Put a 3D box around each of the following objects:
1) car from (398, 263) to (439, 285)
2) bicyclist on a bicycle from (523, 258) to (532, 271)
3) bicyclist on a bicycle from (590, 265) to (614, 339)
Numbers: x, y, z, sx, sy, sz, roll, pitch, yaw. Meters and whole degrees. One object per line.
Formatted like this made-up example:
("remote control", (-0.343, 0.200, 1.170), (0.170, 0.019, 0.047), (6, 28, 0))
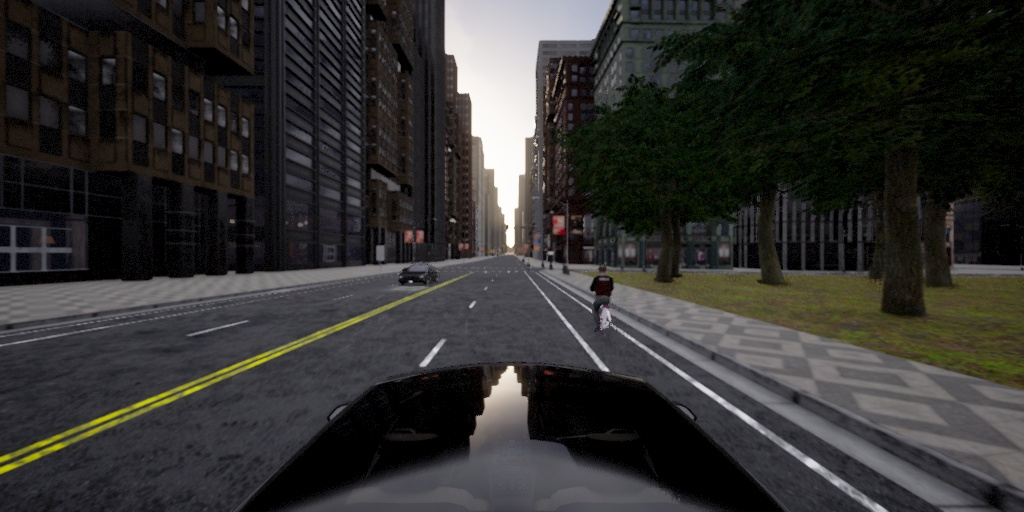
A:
("car", (-6.585, 1.300, 26.007), (2.033, 1.411, 5.357), (0, 0, 0))
("bicyclist on a bicycle", (2.194, 1.221, 47.539), (0.866, 1.612, 1.509), (0, 0, 0))
("bicyclist on a bicycle", (2.255, 1.116, 9.136), (0.659, 1.776, 1.843), (0, 0, 0))
